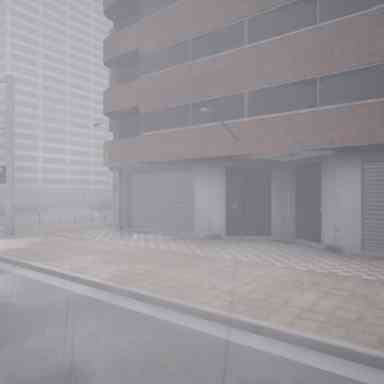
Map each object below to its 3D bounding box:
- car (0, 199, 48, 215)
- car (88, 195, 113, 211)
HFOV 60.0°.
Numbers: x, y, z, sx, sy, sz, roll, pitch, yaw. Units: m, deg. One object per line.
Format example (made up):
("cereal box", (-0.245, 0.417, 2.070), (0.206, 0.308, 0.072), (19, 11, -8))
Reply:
("car", (-16.770, 1.505, 32.710), (1.837, 1.490, 4.892), (0, 0, 37))
("car", (-10.454, 1.504, 41.048), (1.837, 1.490, 4.892), (0, 0, 37))
